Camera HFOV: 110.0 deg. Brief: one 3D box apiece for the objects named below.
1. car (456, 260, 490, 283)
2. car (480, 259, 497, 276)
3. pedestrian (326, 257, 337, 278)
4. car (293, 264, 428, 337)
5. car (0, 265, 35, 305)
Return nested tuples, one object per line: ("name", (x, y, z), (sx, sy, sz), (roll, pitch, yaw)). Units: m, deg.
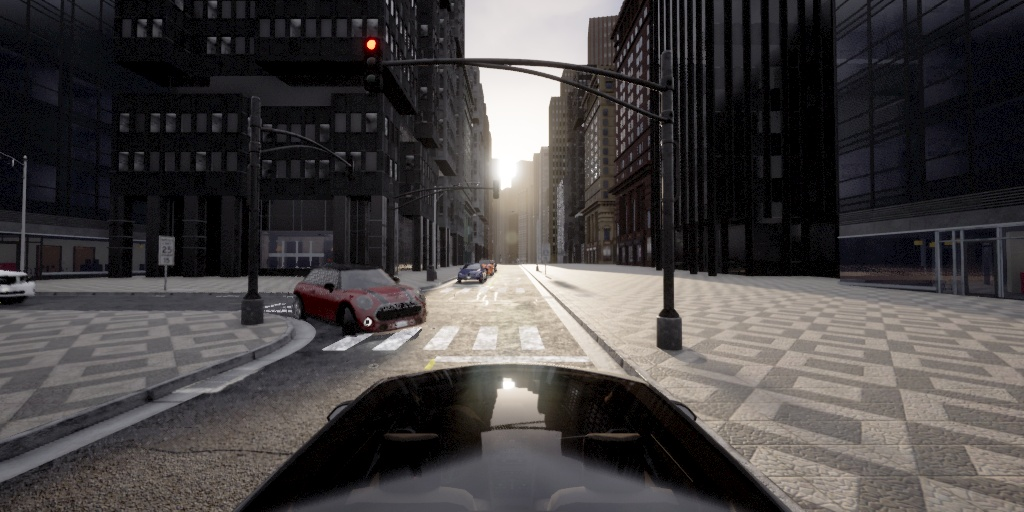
("car", (-3.050, 1.289, 28.235), (1.812, 1.442, 4.674), (0, 0, 2))
("car", (-3.027, 1.137, 38.240), (2.097, 1.767, 4.553), (0, 0, 0))
("pedestrian", (-9.972, 0.974, 19.592), (0.375, 1.860, 0.375), (0, -1, 0))
("car", (-4.481, 1.075, 10.417), (4.553, 1.767, 2.097), (1, 2, 39))
("car", (-21.621, 0.892, 13.388), (5.566, 2.045, 2.150), (0, -1, 0))
